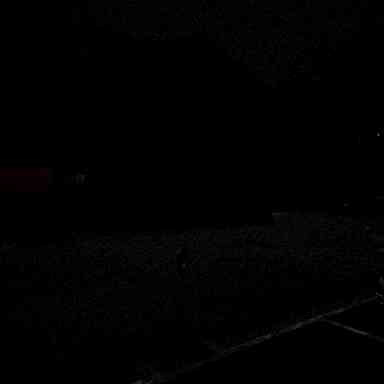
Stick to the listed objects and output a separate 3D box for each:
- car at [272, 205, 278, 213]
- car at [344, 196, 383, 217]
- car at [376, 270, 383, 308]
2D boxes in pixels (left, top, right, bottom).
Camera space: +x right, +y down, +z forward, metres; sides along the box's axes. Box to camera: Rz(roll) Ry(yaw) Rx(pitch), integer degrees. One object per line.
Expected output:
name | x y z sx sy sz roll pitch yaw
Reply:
car | 8.595 1.833 41.547 1.812 1.442 4.674 0 0 -35
car | 16.695 1.389 30.133 2.150 2.045 5.566 0 -1 -35
car | 5.359 1.551 6.601 4.403 1.369 2.008 0 0 -35
